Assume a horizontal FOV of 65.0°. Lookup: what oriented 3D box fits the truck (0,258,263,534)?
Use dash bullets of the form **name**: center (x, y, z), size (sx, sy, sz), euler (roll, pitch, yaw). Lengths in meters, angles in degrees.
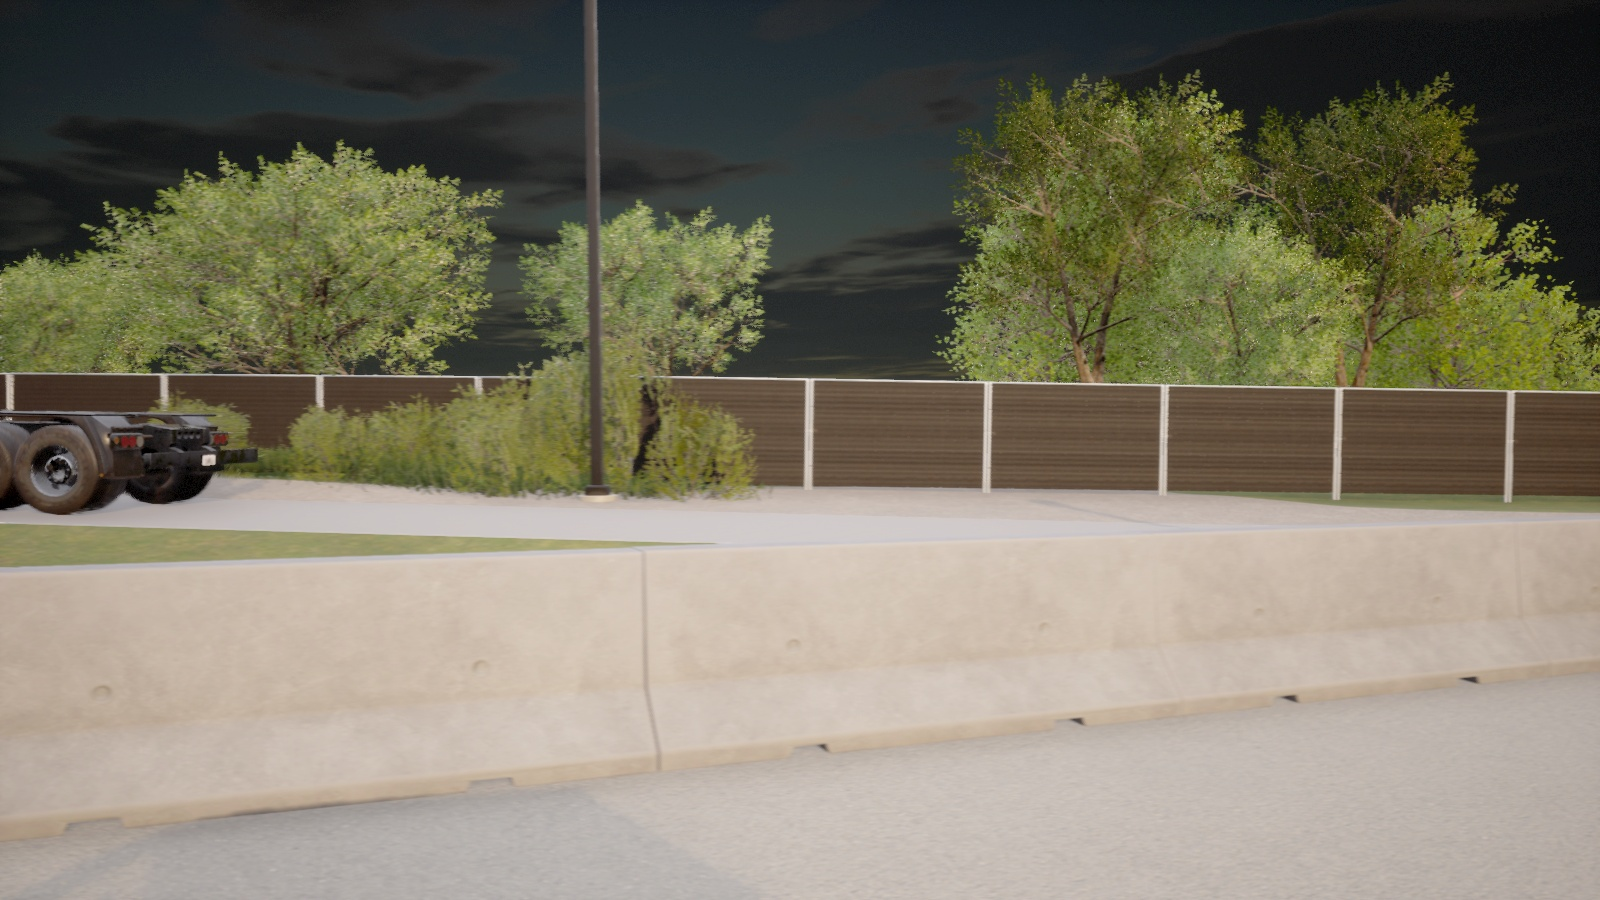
- **truck**: center (-12.096, -0.718, 17.628), size (7.936, 3.462, 2.891), euler (0, 2, 6)
